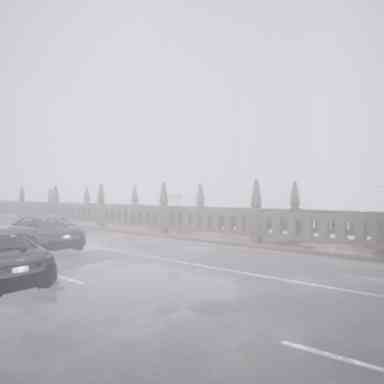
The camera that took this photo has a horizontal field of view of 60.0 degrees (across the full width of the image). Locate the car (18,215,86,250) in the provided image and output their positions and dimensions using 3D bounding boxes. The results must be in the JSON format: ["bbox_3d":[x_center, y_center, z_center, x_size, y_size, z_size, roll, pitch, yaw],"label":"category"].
[{"bbox_3d":[-6.169,1.612,13.467,4.181,1.385,1.994,0,0,39],"label":"car"}]

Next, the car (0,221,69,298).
[{"bbox_3d":[-5.156,1.590,8.192,4.181,1.385,1.994,0,0,38],"label":"car"}]
